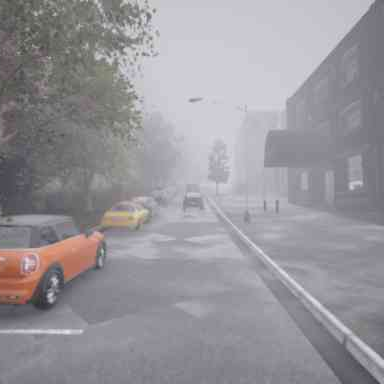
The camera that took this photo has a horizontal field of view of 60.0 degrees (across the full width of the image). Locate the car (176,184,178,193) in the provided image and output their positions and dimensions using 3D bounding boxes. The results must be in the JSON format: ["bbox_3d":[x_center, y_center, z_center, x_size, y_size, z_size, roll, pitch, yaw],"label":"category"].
[{"bbox_3d":[-3.647,0.080,47.126,2.231,1.521,4.892,0,3,2],"label":"car"}]

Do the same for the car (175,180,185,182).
[{"bbox_3d":[-3.642,-1.750,86.082,2.097,1.535,5.008,0,3,2],"label":"car"}]

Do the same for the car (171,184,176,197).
[{"bbox_3d":[-3.650,0.210,41.530,2.185,1.767,4.553,0,3,2],"label":"car"}]

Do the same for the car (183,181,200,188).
[{"bbox_3d":[0.107,-0.380,51.478,2.150,2.045,5.566,0,3,0],"label":"car"}]

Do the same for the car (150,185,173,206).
[{"bbox_3d":[-3.650,0.464,35.965,2.185,1.767,4.553,0,3,2],"label":"car"}]

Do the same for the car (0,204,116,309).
[{"bbox_3d":[-3.627,1.314,8.084,2.185,1.767,4.553,2,1,2],"label":"car"}]

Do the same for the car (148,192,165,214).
[{"bbox_3d":[-3.631,1.057,24.843,2.231,1.521,4.892,1,2,2],"label":"car"}]

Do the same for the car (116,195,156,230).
[{"bbox_3d":[-3.629,1.218,19.105,1.946,1.575,5.366,1,2,2],"label":"car"}]

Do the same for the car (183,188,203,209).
[{"bbox_3d":[0.104,0.739,32.622,1.882,1.535,5.008,0,3,0],"label":"car"}]

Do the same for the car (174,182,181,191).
[{"bbox_3d":[-3.638,-0.449,58.448,1.946,1.575,5.366,0,3,2],"label":"car"}]

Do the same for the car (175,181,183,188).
[{"bbox_3d":[-3.643,-0.930,69.424,2.163,1.488,4.792,0,3,2],"label":"car"}]
